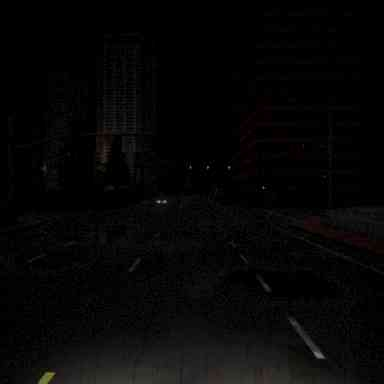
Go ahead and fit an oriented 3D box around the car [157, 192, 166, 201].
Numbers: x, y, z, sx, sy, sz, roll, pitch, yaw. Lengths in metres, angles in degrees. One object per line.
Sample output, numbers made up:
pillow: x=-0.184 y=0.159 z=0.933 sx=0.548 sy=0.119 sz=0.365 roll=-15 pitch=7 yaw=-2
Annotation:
car: x=-7.007 y=1.438 z=78.141 sx=2.033 sy=1.411 sz=5.357 roll=0 pitch=0 yaw=0
